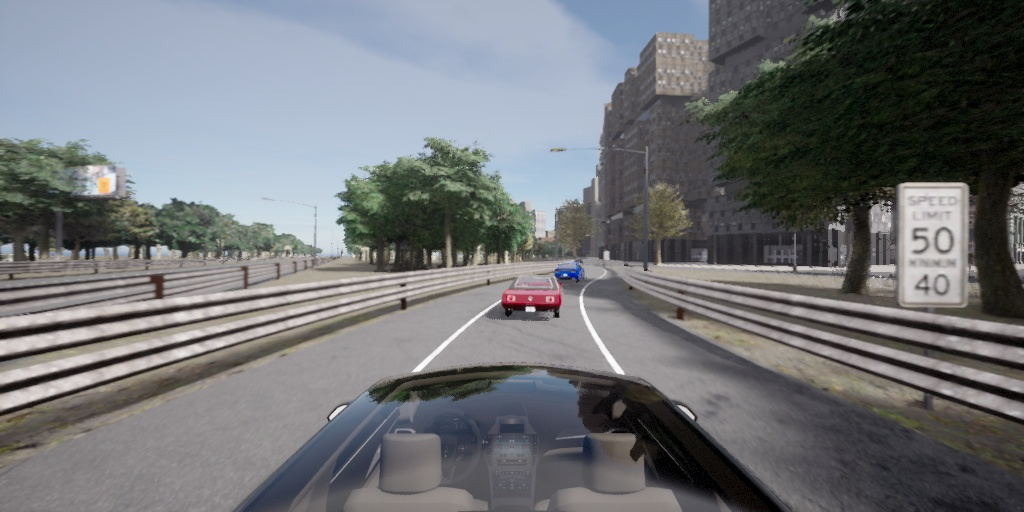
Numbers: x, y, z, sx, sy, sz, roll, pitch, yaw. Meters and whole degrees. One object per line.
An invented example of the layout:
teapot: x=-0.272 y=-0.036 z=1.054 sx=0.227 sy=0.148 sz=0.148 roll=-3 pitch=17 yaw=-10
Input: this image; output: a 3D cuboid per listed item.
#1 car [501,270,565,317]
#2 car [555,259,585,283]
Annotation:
car: x=0.907 y=1.359 z=13.290 sx=1.895 sy=1.301 sz=4.718 roll=0 pitch=0 yaw=8
car: x=4.675 y=1.270 z=28.661 sx=1.882 sy=1.535 sz=5.008 roll=0 pitch=0 yaw=18
